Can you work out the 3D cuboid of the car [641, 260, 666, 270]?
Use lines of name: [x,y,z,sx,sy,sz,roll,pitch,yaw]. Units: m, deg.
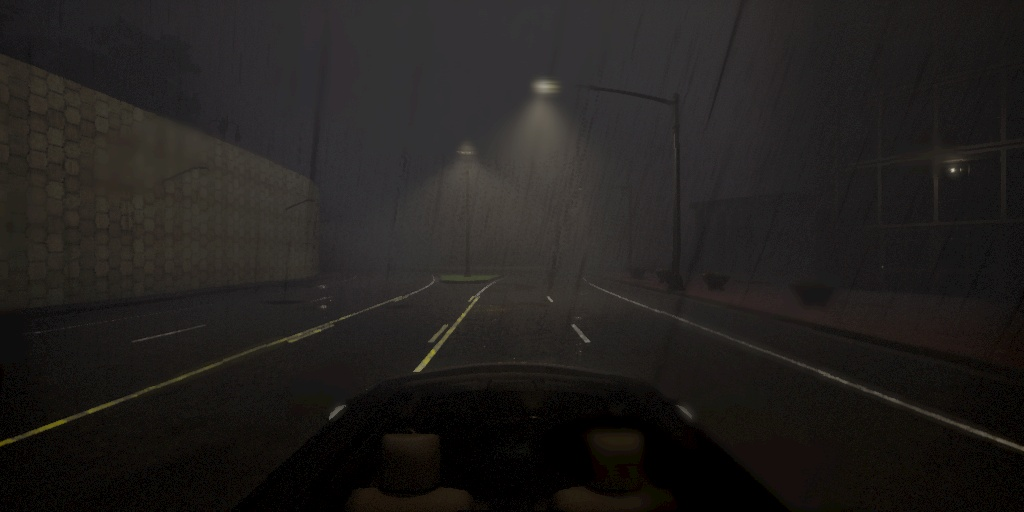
car: [20.432,1.243,51.666,4.902,1.511,2.128,0,0,-40]
